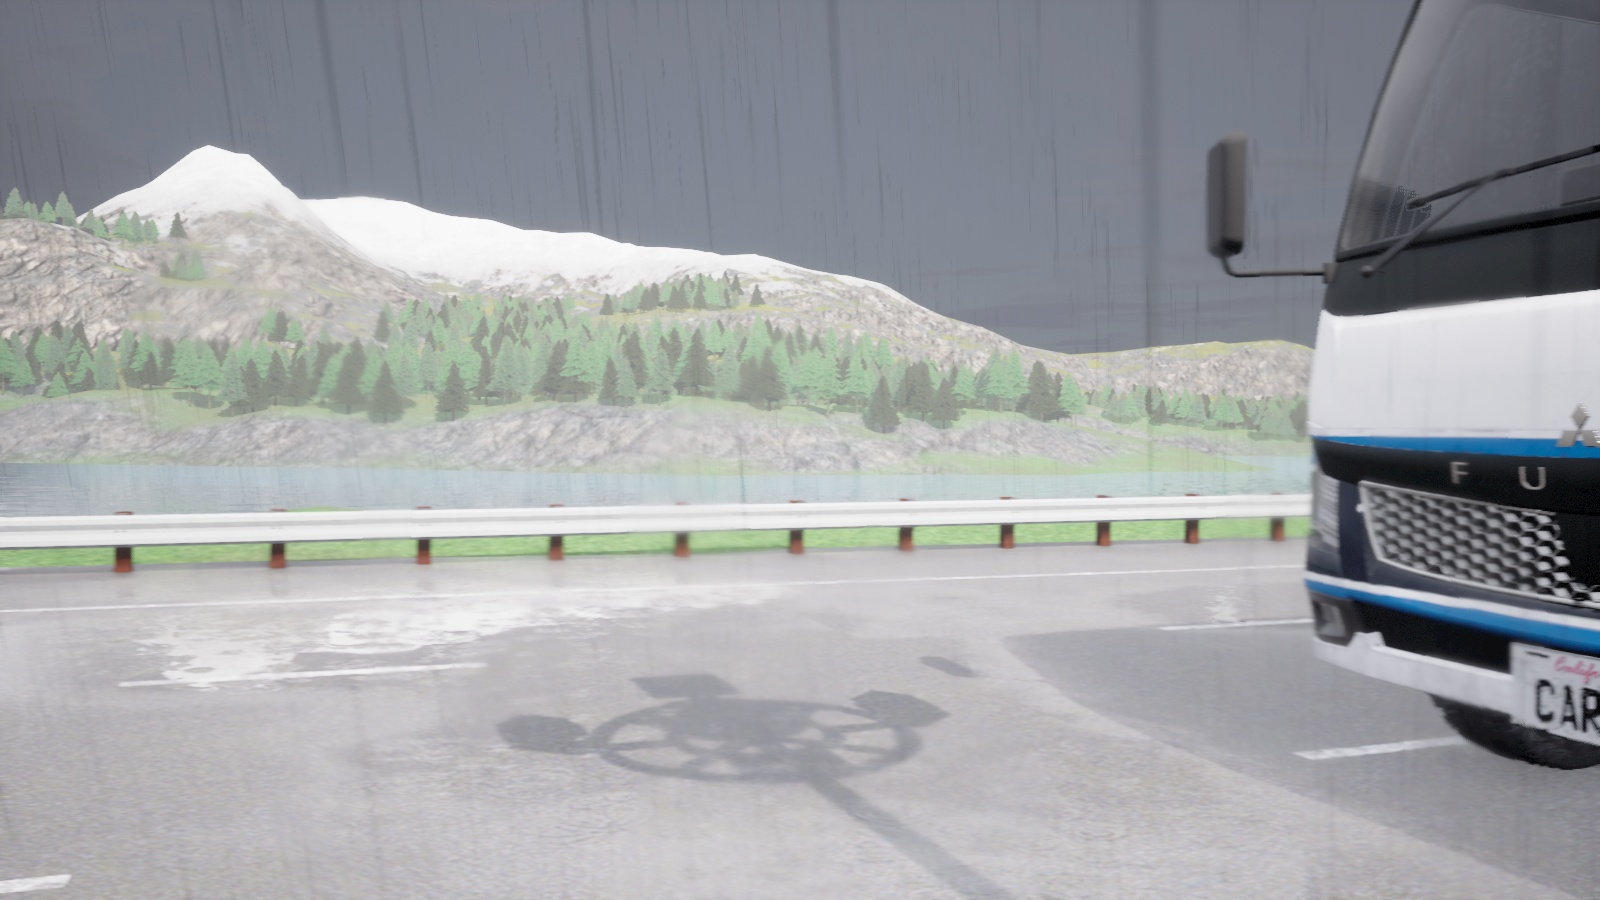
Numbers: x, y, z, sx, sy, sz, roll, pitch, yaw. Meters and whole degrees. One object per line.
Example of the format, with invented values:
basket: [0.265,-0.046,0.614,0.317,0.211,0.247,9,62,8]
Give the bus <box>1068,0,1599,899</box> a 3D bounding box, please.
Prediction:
bus: [6.748,-0.745,5.714,10.273,4.253,3.944,-1,1,-20]
